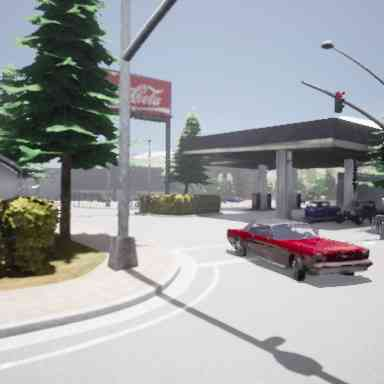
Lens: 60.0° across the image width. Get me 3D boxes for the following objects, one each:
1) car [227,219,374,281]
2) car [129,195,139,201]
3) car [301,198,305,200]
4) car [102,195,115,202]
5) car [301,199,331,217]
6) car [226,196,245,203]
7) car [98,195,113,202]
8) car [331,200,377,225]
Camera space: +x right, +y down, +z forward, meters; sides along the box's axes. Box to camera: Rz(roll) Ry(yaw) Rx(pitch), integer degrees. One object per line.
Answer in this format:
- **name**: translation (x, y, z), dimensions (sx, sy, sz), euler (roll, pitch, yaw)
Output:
- **car**: translation (2.886, 1.545, 10.001), dimensions (1.895, 1.301, 4.718), euler (1, 1, -20)
- **car**: translation (-15.629, 1.573, 86.119), dimensions (2.152, 1.636, 5.027), euler (1, 0, -36)
- **car**: translation (27.253, 2.152, 85.485), dimensions (2.007, 1.523, 4.514), euler (1, 0, -36)
- **car**: translation (-20.626, 1.579, 82.079), dimensions (1.970, 1.475, 3.806), euler (1, 0, -36)
- **car**: translation (13.617, 1.829, 34.117), dimensions (4.611, 1.667, 2.242), euler (1, 0, -36)
- **car**: translation (10.656, 1.961, 82.825), dimensions (1.845, 1.501, 3.633), euler (1, 0, -36)
- **car**: translation (-19.437, 1.604, 74.224), dimensions (2.007, 1.523, 4.514), euler (1, 0, -36)
- **car**: translation (13.446, 1.613, 26.988), dimensions (3.866, 1.878, 1.905), euler (1, 0, -36)
